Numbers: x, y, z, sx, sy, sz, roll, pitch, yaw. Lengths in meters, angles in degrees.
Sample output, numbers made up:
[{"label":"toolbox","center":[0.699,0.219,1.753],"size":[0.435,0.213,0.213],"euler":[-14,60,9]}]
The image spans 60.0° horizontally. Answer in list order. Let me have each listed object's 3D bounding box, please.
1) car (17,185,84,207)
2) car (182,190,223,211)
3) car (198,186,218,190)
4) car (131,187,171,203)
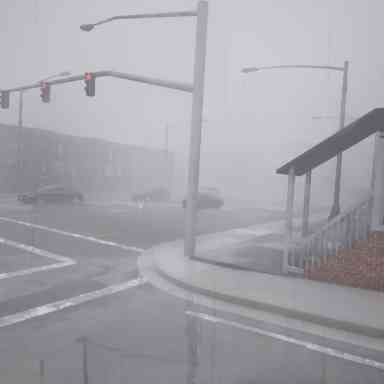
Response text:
[{"label":"car","center":[-10.509,0.226,25.121],"size":[1.837,1.490,4.892],"euler":[5,2,36]},{"label":"car","center":[0.993,0.772,28.839],"size":[1.994,1.385,4.181],"euler":[5,3,36]},{"label":"car","center":[1.722,0.077,42.094],"size":[2.097,1.767,4.553],"euler":[5,3,36]},{"label":"car","center":[-4.116,0.227,34.018],"size":[1.837,1.490,4.892],"euler":[5,3,36]}]
